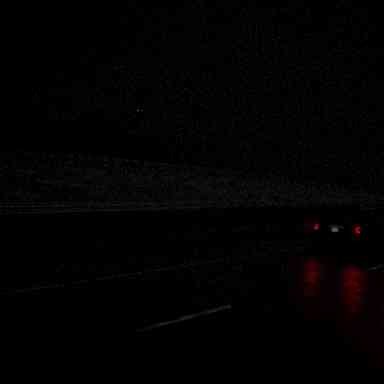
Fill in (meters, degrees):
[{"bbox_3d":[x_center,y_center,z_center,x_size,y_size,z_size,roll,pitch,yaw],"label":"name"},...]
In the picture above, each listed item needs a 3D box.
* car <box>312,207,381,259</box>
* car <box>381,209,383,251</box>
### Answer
[{"bbox_3d":[6.778,1.367,12.944,4.553,1.767,2.097,0,0,-35],"label":"car"},{"bbox_3d":[7.940,1.237,9.486,5.566,2.045,2.150,0,0,-35],"label":"car"}]
